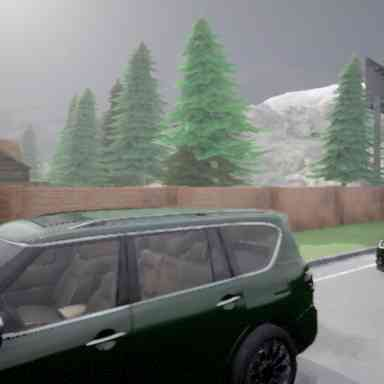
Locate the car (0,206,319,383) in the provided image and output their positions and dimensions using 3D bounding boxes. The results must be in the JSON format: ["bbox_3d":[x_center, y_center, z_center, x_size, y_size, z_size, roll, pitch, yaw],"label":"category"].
[{"bbox_3d":[-1.102,1.217,3.203,5.566,2.045,2.150,0,0,-36],"label":"car"}]

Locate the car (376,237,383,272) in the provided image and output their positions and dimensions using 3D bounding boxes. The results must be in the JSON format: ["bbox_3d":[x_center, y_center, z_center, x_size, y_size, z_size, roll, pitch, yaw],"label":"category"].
[{"bbox_3d":[6.907,1.258,8.909,4.553,1.767,2.097,-1,0,-35],"label":"car"}]
